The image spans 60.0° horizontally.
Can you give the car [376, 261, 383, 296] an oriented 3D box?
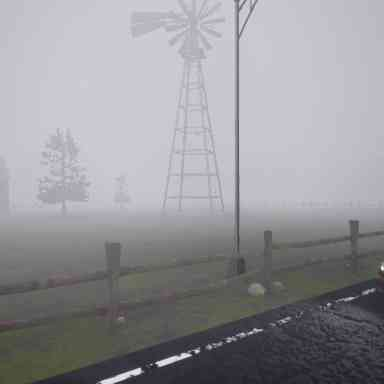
[{"bbox_3d":[5.929,1.523,7.325,4.674,1.442,1.812,0,0,-36],"label":"car"}]
